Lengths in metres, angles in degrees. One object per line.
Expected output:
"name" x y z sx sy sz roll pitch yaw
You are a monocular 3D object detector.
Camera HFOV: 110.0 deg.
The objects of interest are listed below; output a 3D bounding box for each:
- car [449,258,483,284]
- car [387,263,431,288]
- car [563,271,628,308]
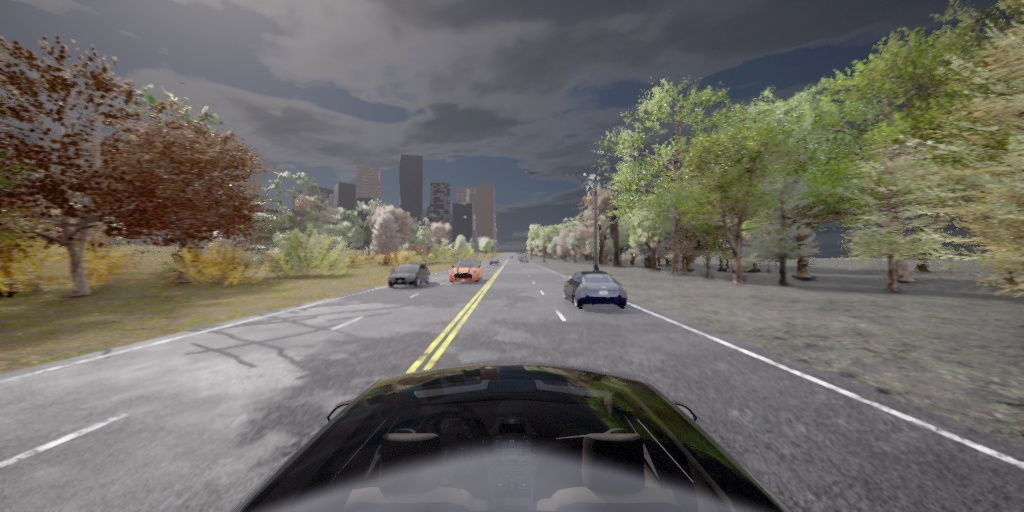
"car" -3.342 1.063 26.706 2.097 1.767 4.553 0 0 0
"car" -6.597 1.225 23.485 1.837 1.490 4.892 0 0 0
"car" 3.348 1.300 15.110 1.994 1.385 4.181 0 0 0
